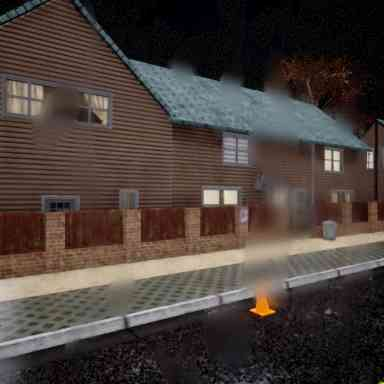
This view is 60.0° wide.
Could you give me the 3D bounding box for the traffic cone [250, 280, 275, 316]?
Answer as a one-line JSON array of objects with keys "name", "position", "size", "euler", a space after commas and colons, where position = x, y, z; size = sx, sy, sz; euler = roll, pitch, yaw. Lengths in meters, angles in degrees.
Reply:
[{"name": "traffic cone", "position": [1.324, 1.955, 6.247], "size": [0.340, 0.580, 0.340], "euler": [0, 0, -34]}]
